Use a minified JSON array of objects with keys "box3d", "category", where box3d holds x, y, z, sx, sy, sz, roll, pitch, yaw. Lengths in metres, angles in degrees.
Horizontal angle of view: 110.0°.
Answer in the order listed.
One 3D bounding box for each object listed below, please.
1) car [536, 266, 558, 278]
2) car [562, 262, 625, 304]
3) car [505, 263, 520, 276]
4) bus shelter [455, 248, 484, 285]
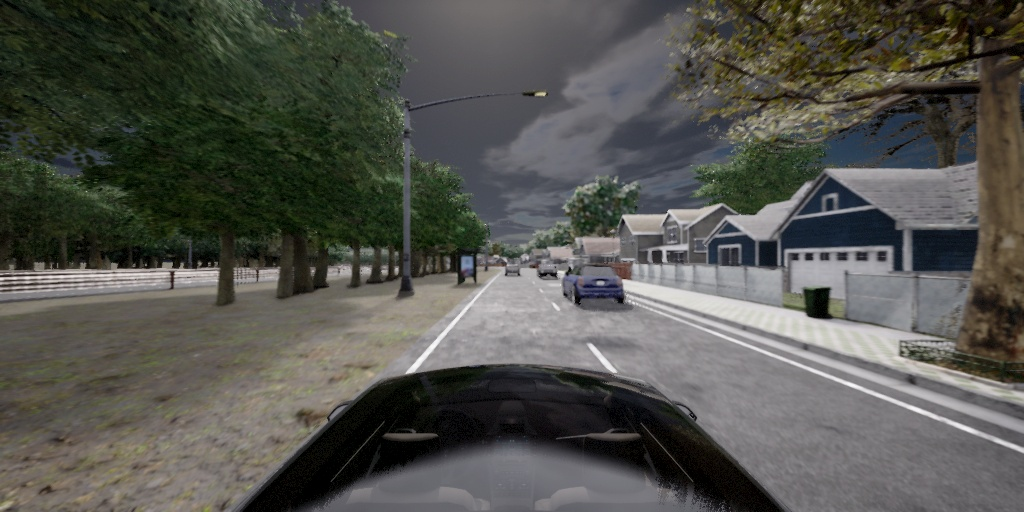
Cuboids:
[{"box3d":[3.605,1.645,37.549,1.895,1.301,4.718,0,-1,0],"category":"car"},{"box3d":[3.601,1.138,16.701,2.097,1.767,4.553,0,0,0],"category":"car"},{"box3d":[0.079,1.677,44.969,2.128,1.511,4.902,0,-2,0],"category":"car"},{"box3d":[-3.496,0.771,28.135,1.920,2.740,3.880,0,0,0],"category":"bus shelter"}]
